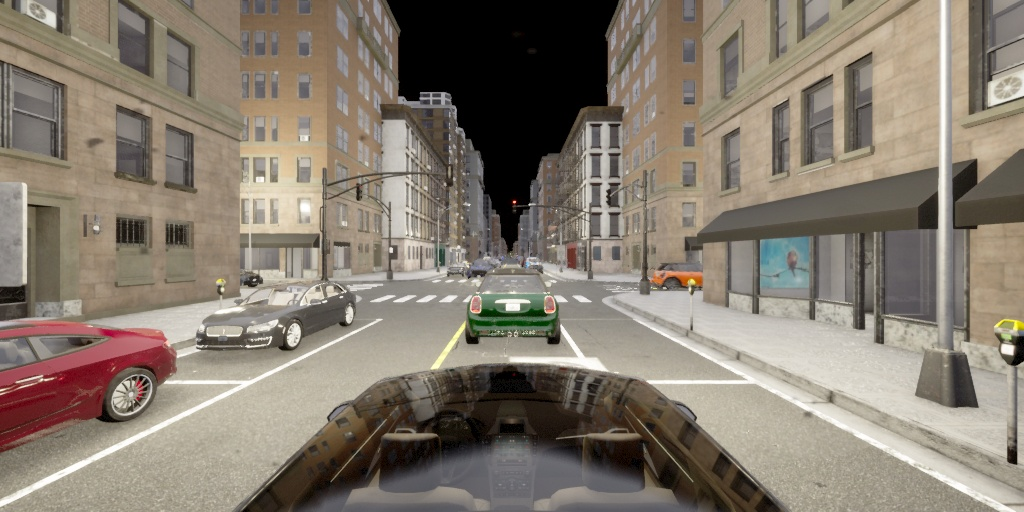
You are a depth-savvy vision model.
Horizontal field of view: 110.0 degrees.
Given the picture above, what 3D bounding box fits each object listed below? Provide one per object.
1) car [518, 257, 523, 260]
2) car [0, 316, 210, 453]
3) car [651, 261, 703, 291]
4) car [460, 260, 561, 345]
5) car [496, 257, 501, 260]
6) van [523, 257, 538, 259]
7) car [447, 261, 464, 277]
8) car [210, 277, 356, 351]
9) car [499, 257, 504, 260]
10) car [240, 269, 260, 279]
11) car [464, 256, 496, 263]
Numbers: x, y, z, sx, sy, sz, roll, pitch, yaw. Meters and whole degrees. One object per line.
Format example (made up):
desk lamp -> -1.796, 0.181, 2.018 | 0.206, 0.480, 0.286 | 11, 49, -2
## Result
car -> 2.639, 1.056, 62.769 | 2.192, 1.841, 5.009 | 0, 0, 0
car -> -5.389, 1.332, 3.179 | 1.802, 1.307, 4.207 | 0, 0, 0
car -> 10.849, 1.166, 21.387 | 4.553, 1.767, 2.097 | 0, 0, 3
car -> 0.040, 1.102, 9.703 | 2.097, 1.767, 4.553 | 0, 0, 1
car -> -2.848, 1.250, 46.910 | 1.837, 1.490, 4.892 | 0, 0, 0
van -> 2.636, 1.085, 46.550 | 1.690, 1.789, 3.998 | 0, 0, 0
car -> -5.394, 1.296, 35.736 | 2.007, 1.370, 4.403 | 0, 0, 0
car -> -5.389, 1.300, 8.860 | 2.007, 1.370, 4.403 | 0, 0, 0
car -> -2.838, 1.267, 60.431 | 1.812, 1.442, 4.674 | 0, 0, 0
car -> -17.145, 1.223, 21.094 | 4.181, 1.385, 1.994 | 0, 0, 0
car -> -2.772, 1.099, 31.695 | 2.097, 1.767, 4.553 | 0, 0, -1
